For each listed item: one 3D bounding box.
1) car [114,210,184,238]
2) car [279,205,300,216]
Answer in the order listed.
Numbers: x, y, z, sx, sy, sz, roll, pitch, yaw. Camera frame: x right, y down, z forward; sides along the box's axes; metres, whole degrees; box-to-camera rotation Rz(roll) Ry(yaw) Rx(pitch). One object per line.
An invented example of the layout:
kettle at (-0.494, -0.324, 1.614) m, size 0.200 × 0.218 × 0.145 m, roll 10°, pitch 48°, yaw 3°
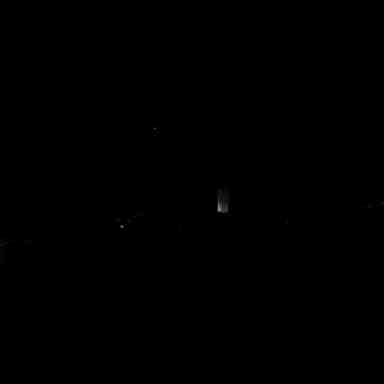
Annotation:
car at (-2.479, 1.844, 20.554) m, size 1.882 × 1.535 × 5.008 m, roll 1°, pitch 0°, yaw 35°
car at (14.548, 2.698, 49.537) m, size 2.128 × 1.511 × 4.902 m, roll 1°, pitch -1°, yaw 35°
